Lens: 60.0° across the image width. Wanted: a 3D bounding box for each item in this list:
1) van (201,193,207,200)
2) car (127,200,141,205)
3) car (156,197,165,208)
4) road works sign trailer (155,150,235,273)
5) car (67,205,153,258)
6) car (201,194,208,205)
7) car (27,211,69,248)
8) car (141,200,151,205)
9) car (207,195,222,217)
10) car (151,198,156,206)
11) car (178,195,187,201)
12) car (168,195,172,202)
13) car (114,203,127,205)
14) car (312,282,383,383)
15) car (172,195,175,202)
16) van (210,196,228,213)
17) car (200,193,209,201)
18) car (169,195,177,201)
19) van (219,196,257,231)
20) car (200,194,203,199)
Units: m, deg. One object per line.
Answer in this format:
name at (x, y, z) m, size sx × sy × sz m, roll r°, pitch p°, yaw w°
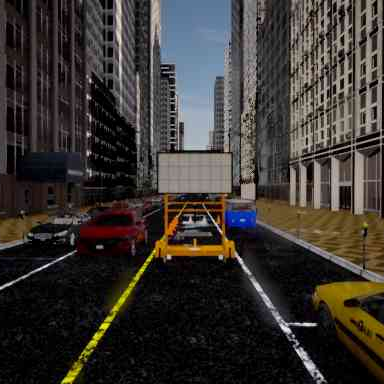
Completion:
van at (3.338, 1.315, 94.188) m, size 1.690 × 1.788 × 3.998 m, roll -1°, pitch 0°, yaw 0°
car at (-5.516, 1.539, 26.045) m, size 1.887 × 1.381 × 4.507 m, roll -1°, pitch 0°, yaw 0°
car at (-5.358, 1.539, 48.779) m, size 2.008 × 1.369 × 4.403 m, roll -1°, pitch 0°, yaw 0°
road works sign trailer at (0.093, 0.462, 10.701) m, size 2.380 × 3.560 × 2.880 m, roll 0°, pitch 0°, yaw 1°
car at (-2.908, 1.474, 13.026) m, size 1.882 × 1.535 × 5.008 m, roll 0°, pitch 0°, yaw 0°
car at (3.102, 1.536, 60.087) m, size 2.008 × 1.369 × 4.403 m, roll -1°, pitch 0°, yaw 0°
car at (-5.596, 1.547, 14.677) m, size 2.008 × 1.369 × 4.403 m, roll -1°, pitch 0°, yaw 0°
car at (-5.477, 1.543, 31.728) m, size 2.008 × 1.369 × 4.403 m, roll -1°, pitch 0°, yaw 0°
car at (2.901, 1.308, 31.670) m, size 2.192 × 1.841 × 5.009 m, roll -1°, pitch 0°, yaw 0°
car at (-5.437, 1.573, 37.412) m, size 1.802 × 1.307 × 4.206 m, roll -1°, pitch 0°, yaw 0°
car at (-2.399, 1.502, 86.249) m, size 1.812 × 1.442 × 4.674 m, roll 0°, pitch 0°, yaw 0°
car at (-5.278, 1.536, 60.145) m, size 2.008 × 1.369 × 4.403 m, roll -1°, pitch 0°, yaw 0°
car at (-5.556, 1.561, 20.361) m, size 1.947 × 1.339 × 4.313 m, roll -1°, pitch 0°, yaw 0°
car at (2.707, 1.524, 3.422) m, size 1.752 × 1.417 × 4.829 m, roll -1°, pitch 0°, yaw 0°
car at (-5.199, 1.564, 71.512) m, size 1.802 × 1.307 × 4.206 m, roll -1°, pitch 0°, yaw 0°
van at (2.941, 1.332, 37.353) m, size 1.690 × 1.788 × 3.998 m, roll -1°, pitch 0°, yaw 0°
car at (3.298, 1.291, 88.505) m, size 2.192 × 1.841 × 5.009 m, roll -1°, pitch 0°, yaw 0°
car at (-5.081, 1.502, 88.393) m, size 1.752 × 1.417 × 4.829 m, roll -1°, pitch 0°, yaw 0°
van at (2.823, 1.336, 20.302) m, size 1.690 × 1.788 × 3.998 m, roll -1°, pitch 0°, yaw 0°
car at (3.258, 1.293, 82.821) m, size 2.192 × 1.841 × 5.009 m, roll -1°, pitch 0°, yaw 0°
